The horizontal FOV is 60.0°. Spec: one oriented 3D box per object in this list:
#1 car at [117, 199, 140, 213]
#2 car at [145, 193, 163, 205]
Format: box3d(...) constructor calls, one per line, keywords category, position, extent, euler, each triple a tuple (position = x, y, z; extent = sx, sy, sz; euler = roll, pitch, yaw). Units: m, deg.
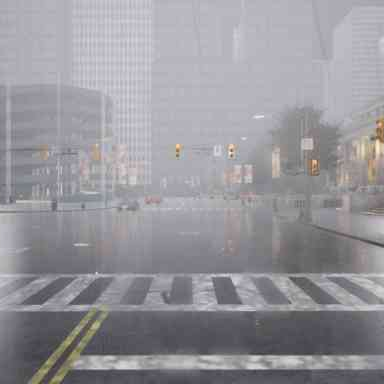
box3d(category="car", position=(-7.029, 1.492, 37.163), extent=(2.128, 1.511, 4.902), euler=(0, 0, 0))
box3d(category="car", position=(-6.989, 1.221, 59.459), extent=(2.150, 2.045, 5.566), euler=(0, 0, 0))
